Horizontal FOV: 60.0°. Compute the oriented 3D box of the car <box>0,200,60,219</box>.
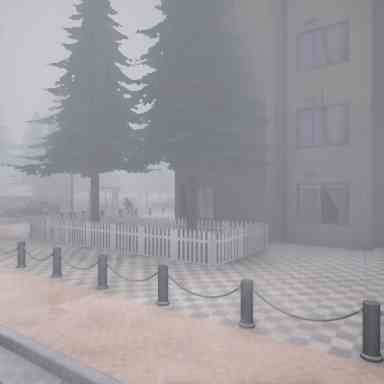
[{"bbox_3d":[-13.995,1.475,28.912,2.128,1.511,4.902,0,0,37],"label":"car"}]

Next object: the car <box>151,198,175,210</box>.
[{"bbox_3d":[-3.133,1.462,43.182,1.882,1.535,5.008,0,0,37],"label":"car"}]

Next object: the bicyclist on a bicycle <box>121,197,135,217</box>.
[{"bbox_3d":[-5.388,1.285,27.873,1.656,1.620,0.582,0,0,37],"label":"bicyclist on a bicycle"}]
